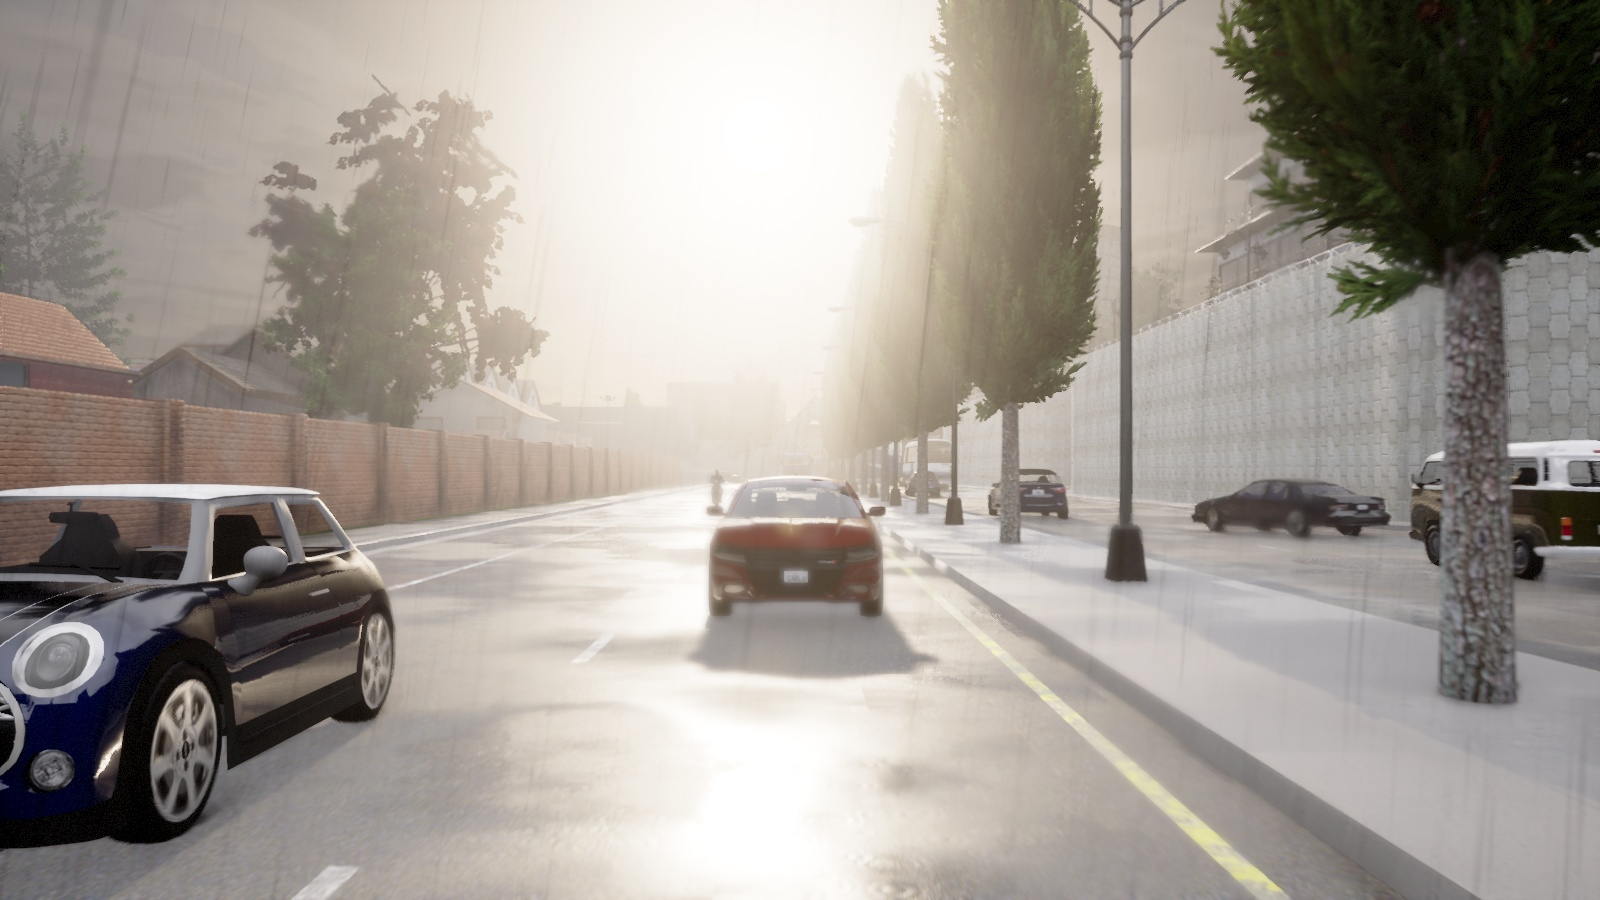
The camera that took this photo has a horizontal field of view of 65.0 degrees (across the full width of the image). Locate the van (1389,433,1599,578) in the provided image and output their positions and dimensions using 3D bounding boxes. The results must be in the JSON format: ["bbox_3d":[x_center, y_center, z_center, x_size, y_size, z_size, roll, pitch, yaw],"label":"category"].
[{"bbox_3d":[11.449,0.812,19.914,2.069,2.038,4.480,0,-1,0],"label":"van"}]

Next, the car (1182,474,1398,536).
[{"bbox_3d":[12.276,1.338,31.940,2.033,1.411,5.357,0,-1,-21],"label":"car"}]

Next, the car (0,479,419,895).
[{"bbox_3d":[-3.516,0.902,6.447,1.970,1.475,3.806,0,-1,0],"label":"car"}]

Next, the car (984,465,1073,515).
[{"bbox_3d":[7.893,1.361,43.847,2.242,1.667,4.611,0,-1,0],"label":"car"}]

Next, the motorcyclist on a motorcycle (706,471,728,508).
[{"bbox_3d":[-3.634,1.707,55.235,0.866,1.590,1.817,0,-1,0],"label":"motorcyclist on a motorcycle"}]

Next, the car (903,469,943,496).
[{"bbox_3d":[7.806,2.056,80.190,2.033,1.649,4.856,0,-1,0],"label":"car"}]

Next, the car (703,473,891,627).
[{"bbox_3d":[-0.037,1.046,15.141,1.882,1.535,5.008,0,-1,0],"label":"car"}]
